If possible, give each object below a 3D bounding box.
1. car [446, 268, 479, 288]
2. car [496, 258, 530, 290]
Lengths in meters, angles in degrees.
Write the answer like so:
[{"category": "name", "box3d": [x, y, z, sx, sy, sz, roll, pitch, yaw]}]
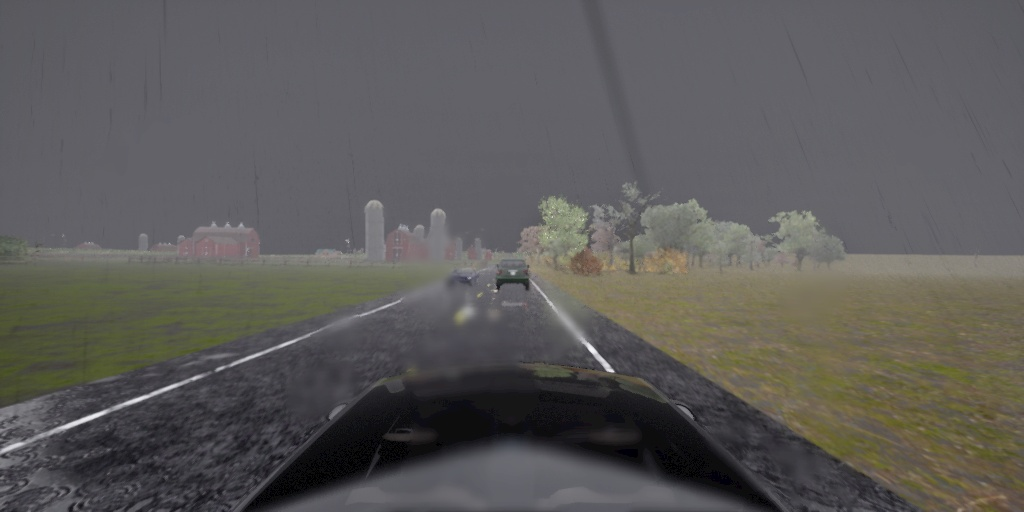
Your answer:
[{"category": "car", "box3d": [-3.507, 1.552, 25.982, 1.895, 1.301, 4.718, 0, -1, 0]}, {"category": "car", "box3d": [0.057, 1.165, 24.667, 2.150, 2.045, 5.566, 0, 0, 0]}]
